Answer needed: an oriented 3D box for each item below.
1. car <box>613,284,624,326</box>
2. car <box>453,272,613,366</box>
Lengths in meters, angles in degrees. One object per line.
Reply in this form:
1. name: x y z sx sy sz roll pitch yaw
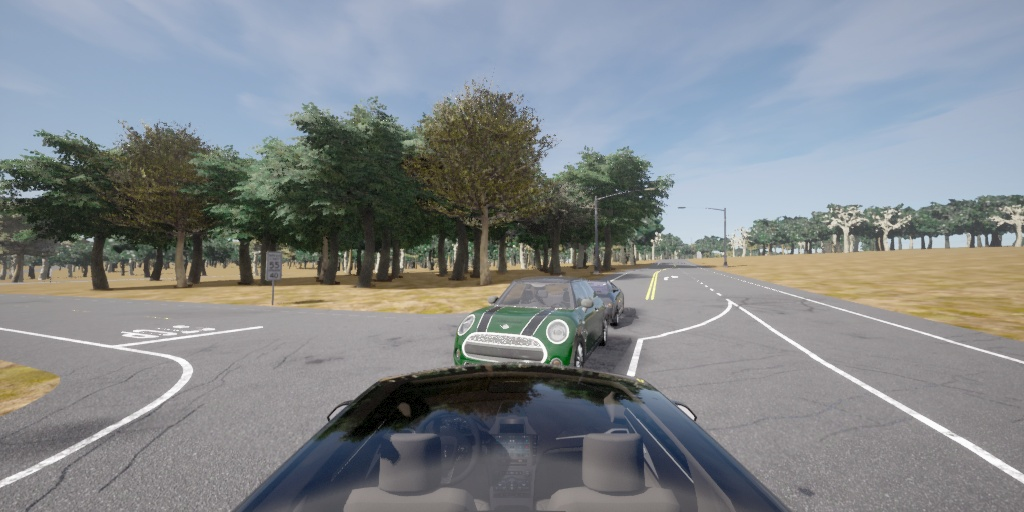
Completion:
1. car: 2.895 1.555 12.918 1.994 1.385 4.181 -2 0 22
2. car: 0.674 1.222 7.484 2.097 1.767 4.553 -1 -2 22
